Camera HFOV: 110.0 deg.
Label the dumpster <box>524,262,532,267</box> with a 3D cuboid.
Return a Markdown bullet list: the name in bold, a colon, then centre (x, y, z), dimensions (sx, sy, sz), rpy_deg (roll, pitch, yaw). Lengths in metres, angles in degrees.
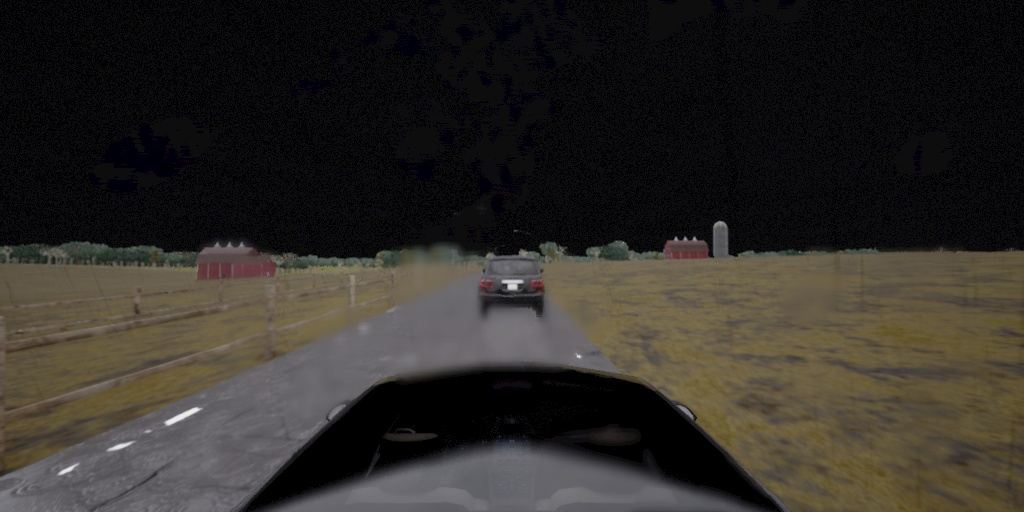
- **dumpster**: centre (3.165, 1.533, 65.163), dimensions (1.020, 1.700, 1.940), rpy_deg (0, 0, 0)

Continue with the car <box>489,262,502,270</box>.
- **car**: centre (-2.756, 1.655, 60.992), dimensions (1.994, 1.385, 4.181), rpy_deg (0, -1, 1)

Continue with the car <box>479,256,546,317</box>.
- **car**: centre (0.040, 1.009, 13.397), dimensions (2.150, 2.045, 5.566), rpy_deg (0, 0, 0)
